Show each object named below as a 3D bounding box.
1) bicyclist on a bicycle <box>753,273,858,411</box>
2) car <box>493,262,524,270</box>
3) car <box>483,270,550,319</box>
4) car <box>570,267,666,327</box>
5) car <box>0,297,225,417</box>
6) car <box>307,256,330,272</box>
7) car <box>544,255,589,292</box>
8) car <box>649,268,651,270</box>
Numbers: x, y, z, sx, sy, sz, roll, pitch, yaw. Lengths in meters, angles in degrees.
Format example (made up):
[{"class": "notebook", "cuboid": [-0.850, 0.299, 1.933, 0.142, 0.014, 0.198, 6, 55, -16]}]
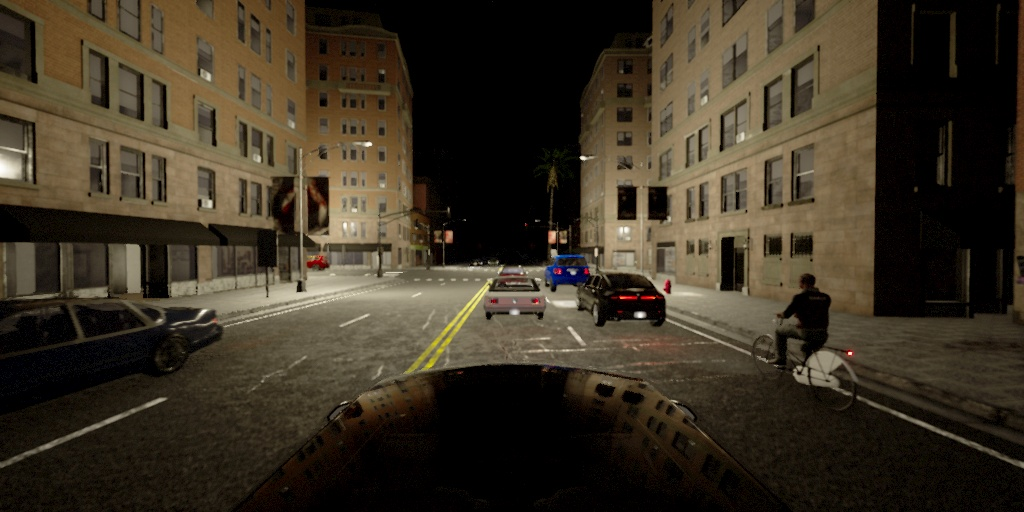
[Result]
[{"class": "bicyclist on a bicycle", "cuboid": [4.137, 1.121, 5.237, 0.659, 1.776, 1.843, 0, 0, 0]}, {"class": "car", "cuboid": [0.057, 1.309, 22.492, 2.033, 1.411, 5.357, 0, 0, 0]}, {"class": "car", "cuboid": [0.078, 1.357, 12.698, 1.895, 1.301, 4.718, 0, 0, 0]}, {"class": "car", "cuboid": [3.284, 1.259, 11.584, 1.837, 1.490, 4.892, 0, 0, 0]}, {"class": "car", "cuboid": [-6.606, 1.300, 4.690, 2.033, 1.411, 5.357, 0, 0, 0]}, {"class": "car", "cuboid": [-23.979, 0.871, 41.812, 5.009, 1.841, 2.192, 0, 0, -9]}, {"class": "car", "cuboid": [3.208, 0.982, 21.493, 2.150, 2.045, 5.566, 0, 0, 0]}, {"class": "car", "cuboid": [16.135, 1.533, 36.402, 4.313, 1.339, 1.948, 0, 0, 0]}]
